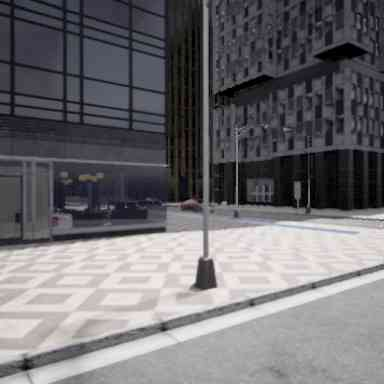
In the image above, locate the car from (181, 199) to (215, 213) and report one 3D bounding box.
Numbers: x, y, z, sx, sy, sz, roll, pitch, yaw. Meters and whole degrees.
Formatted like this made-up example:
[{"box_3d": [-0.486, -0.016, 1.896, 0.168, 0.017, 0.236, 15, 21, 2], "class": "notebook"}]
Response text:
[{"box_3d": [0.549, 1.480, 35.700, 1.812, 1.442, 4.674, 0, 0, -35], "class": "car"}]
